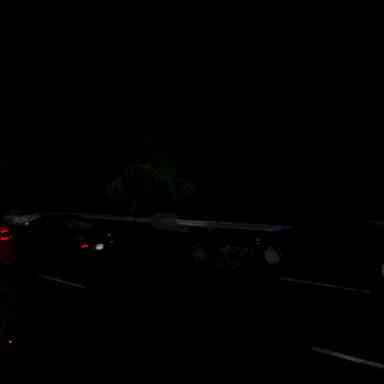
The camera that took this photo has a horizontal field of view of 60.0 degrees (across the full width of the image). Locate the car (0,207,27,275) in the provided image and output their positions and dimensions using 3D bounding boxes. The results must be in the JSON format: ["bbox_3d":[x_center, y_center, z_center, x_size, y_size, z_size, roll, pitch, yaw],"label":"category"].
[{"bbox_3d":[-7.063,1.218,9.029,5.566,2.045,2.150,0,0,36],"label":"car"}]

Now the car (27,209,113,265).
[{"bbox_3d":[-4.745,1.523,11.674,4.674,1.442,1.812,0,0,36],"label":"car"}]

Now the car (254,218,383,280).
[{"bbox_3d":[4.228,1.477,9.564,5.008,1.535,1.882,0,0,36],"label":"car"}]
